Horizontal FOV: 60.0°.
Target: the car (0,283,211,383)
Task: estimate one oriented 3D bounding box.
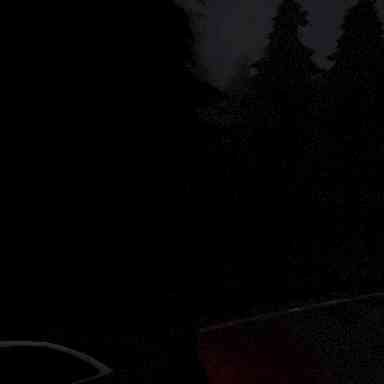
[{"bbox_3d":[-2.137,1.458,1.895,4.902,1.511,2.128,1,0,-34],"label":"car"}]
